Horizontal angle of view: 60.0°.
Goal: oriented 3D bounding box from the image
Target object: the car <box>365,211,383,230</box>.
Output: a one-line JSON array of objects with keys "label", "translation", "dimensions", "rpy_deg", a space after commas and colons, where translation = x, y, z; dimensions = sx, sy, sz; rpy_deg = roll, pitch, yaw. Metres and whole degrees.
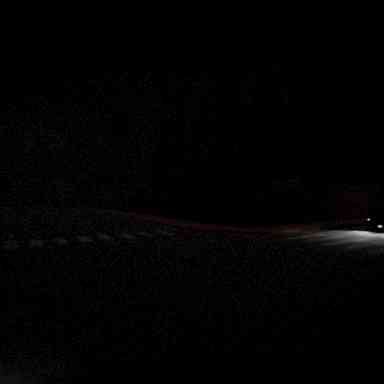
[{"label": "car", "translation": [11.650, 1.260, 17.702], "dimensions": [5.357, 1.411, 2.033], "rpy_deg": [-1, 0, -27]}]
